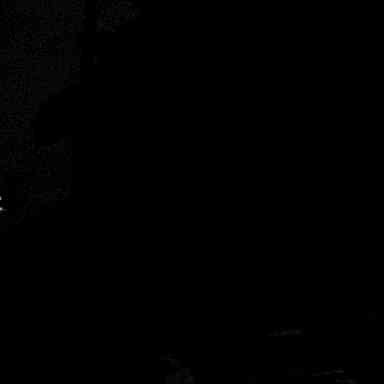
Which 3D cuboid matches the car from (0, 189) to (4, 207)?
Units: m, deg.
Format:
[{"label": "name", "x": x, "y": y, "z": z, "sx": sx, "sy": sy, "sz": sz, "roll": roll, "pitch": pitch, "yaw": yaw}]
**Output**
[{"label": "car", "x": -20.162, "y": 0.494, "z": 34.311, "sx": 2.097, "sy": 1.767, "sz": 4.553, "roll": 4, "pitch": 0, "yaw": -17}]
